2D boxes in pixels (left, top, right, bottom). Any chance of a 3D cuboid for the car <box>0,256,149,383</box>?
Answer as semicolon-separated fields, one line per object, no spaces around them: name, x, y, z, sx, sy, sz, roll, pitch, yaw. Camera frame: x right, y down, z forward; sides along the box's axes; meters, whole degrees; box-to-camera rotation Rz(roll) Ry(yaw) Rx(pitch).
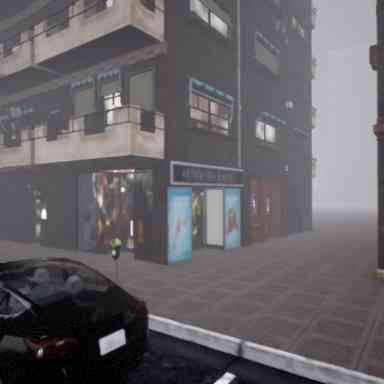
car;-2.515;1.610;4.666;4.313;1.339;1.947;-1;0;36
